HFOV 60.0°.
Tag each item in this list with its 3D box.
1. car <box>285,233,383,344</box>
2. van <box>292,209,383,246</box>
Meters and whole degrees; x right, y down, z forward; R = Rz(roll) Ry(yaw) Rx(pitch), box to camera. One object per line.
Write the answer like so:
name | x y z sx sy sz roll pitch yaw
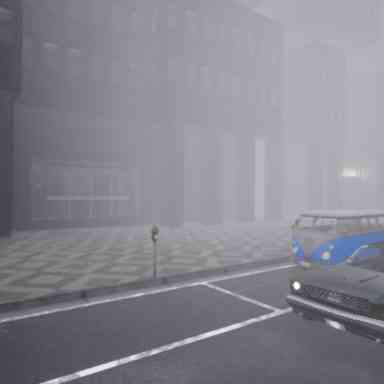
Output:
car | 3.890 1.648 6.160 4.718 1.301 1.895 1 0 -36
van | 4.708 1.408 10.015 3.998 1.788 1.690 1 0 -36
